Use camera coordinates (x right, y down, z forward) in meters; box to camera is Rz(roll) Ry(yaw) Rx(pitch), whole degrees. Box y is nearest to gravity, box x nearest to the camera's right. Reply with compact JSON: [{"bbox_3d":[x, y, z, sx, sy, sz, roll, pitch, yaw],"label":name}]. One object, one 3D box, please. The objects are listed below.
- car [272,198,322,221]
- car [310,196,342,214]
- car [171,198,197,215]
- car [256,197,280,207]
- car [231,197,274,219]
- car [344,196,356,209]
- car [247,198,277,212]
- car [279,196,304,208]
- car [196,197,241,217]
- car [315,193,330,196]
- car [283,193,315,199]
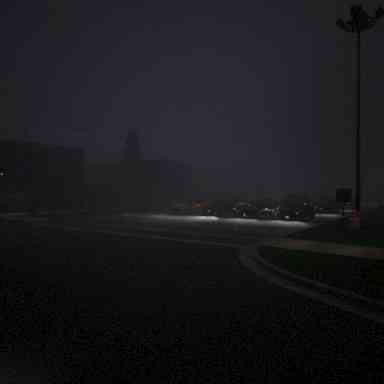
[{"bbox_3d":[8.714,1.500,27.304,2.033,1.411,5.357,0,0,35],"label":"car"},{"bbox_3d":[14.386,1.458,35.423,1.837,1.490,4.892,0,0,35],"label":"car"},{"bbox_3d":[-0.039,1.369,33.107,1.882,1.535,5.008,0,0,35],"label":"car"},{"bbox_3d":[11.271,1.457,49.271,1.994,1.385,4.181,0,0,35],"label":"car"},{"bbox_3d":[5.774,1.480,29.207,2.033,1.411,5.357,0,0,35],"label":"car"},{"bbox_3d":[20.130,1.306,43.628,2.097,1.767,4.553,0,0,35],"label":"car"},{"bbox_3d":[8.263,1.438,38.869,1.812,1.442,4.674,0,0,35],"label":"car"},{"bbox_3d":[14.258,1.390,47.450,1.882,1.535,5.008,0,0,35],"label":"car"},{"bbox_3d":[2.613,1.476,30.793,1.994,1.385,4.181,0,0,35],"label":"car"},{"bbox_3d":[17.892,1.155,46.540,2.150,2.045,5.566,0,0,36],"label":"car"},{"bbox_3d":[11.743,1.154,37.749,2.150,2.045,5.566,0,0,35],"label":"car"}]
